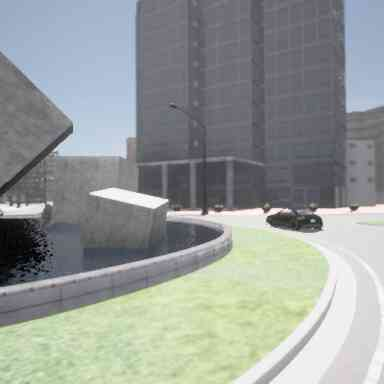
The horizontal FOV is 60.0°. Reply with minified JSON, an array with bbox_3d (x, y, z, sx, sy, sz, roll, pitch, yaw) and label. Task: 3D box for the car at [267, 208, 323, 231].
[{"bbox_3d":[6.761,1.762,22.260,1.994,1.385,4.181,0,-1,-19],"label":"car"}]
